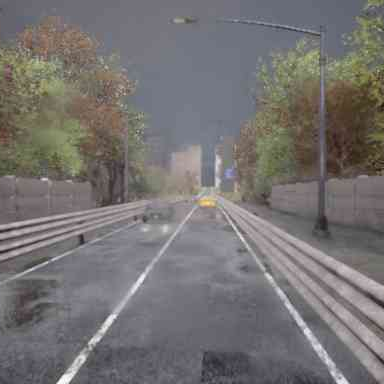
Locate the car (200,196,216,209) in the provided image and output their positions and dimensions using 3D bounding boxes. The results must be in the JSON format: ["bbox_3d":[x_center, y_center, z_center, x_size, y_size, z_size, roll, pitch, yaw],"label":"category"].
[{"bbox_3d":[2.021,1.271,42.580,1.882,1.535,5.008,0,0,3],"label":"car"}]

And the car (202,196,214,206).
[{"bbox_3d":[2.522,1.348,52.881,1.812,1.442,4.674,0,0,3],"label":"car"}]

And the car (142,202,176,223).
[{"bbox_3d":[-2.250,1.399,23.709,1.994,1.385,4.181,0,0,3],"label":"car"}]

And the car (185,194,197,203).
[{"bbox_3d":[-0.126,1.252,65.624,2.097,1.767,4.553,0,-1,3],"label":"car"}]
